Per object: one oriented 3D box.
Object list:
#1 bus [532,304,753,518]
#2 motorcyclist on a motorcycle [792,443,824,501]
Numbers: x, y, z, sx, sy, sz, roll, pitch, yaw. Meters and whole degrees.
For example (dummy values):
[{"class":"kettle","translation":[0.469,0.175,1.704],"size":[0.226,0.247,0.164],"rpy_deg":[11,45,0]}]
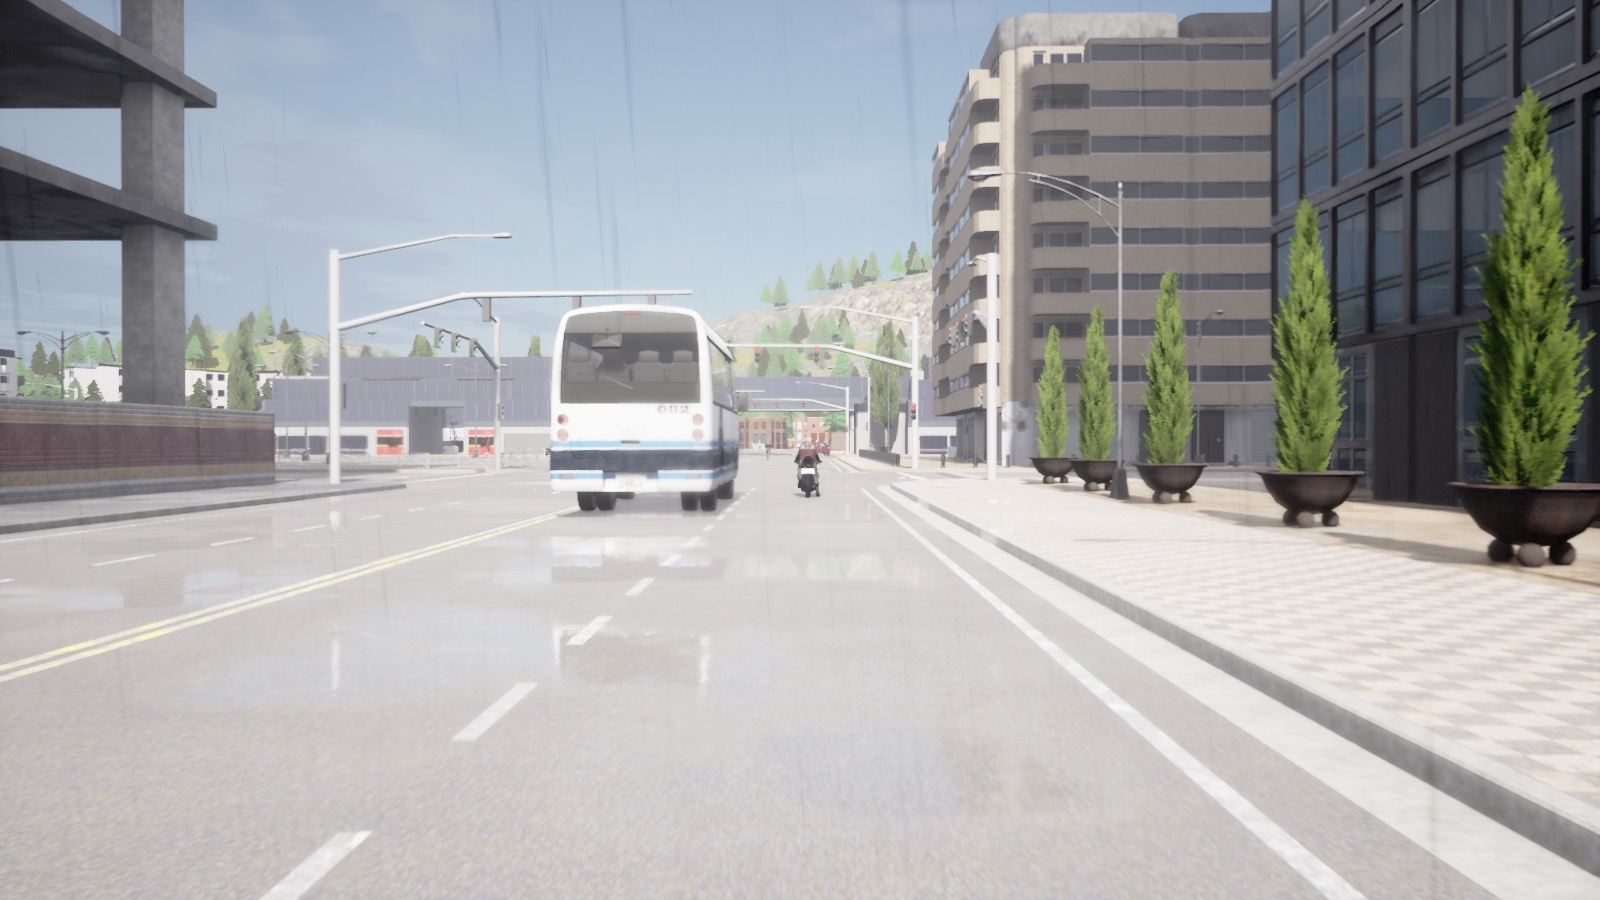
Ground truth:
[{"class":"bus","translation":[-3.309,-0.802,30.050],"size":[3.944,4.253,10.273],"rpy_deg":[0,0,0]},{"class":"motorcyclist on a motorcycle","translation":[0.216,0.586,34.726],"size":[0.866,1.530,2.191],"rpy_deg":[0,0,0]}]
